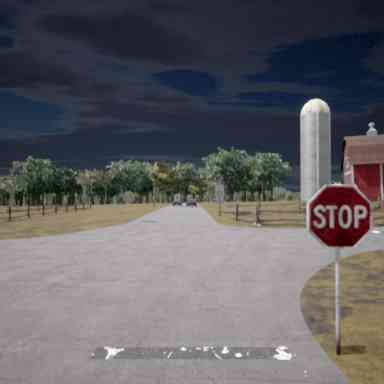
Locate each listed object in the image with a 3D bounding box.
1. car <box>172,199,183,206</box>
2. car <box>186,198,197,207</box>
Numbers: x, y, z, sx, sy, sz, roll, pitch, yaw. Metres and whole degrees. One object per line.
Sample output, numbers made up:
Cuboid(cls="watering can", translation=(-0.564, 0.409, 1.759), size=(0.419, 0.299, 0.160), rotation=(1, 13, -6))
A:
Cuboid(cls="car", translation=(-2.854, 2.058, 65.377), size=(2.033, 1.411, 5.357), rotation=(0, -1, 0))
Cuboid(cls="car", translation=(-0.097, 1.946, 60.773), size=(1.837, 1.490, 4.892), rotation=(0, -1, 0))
